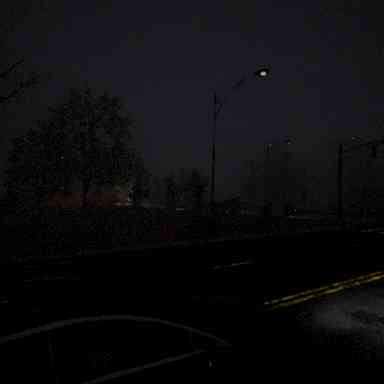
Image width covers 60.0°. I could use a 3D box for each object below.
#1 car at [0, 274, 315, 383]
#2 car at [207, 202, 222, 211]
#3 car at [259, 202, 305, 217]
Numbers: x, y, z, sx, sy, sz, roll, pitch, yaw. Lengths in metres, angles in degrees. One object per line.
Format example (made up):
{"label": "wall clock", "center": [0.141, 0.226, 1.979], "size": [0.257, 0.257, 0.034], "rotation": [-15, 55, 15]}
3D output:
{"label": "car", "center": [-0.978, 1.495, 2.741], "size": [4.902, 1.511, 2.128], "rotation": [1, 0, -36]}
{"label": "car", "center": [3.489, 1.913, 42.550], "size": [1.994, 1.385, 4.181], "rotation": [3, -2, -37]}
{"label": "car", "center": [9.288, 1.770, 34.596], "size": [1.882, 1.535, 5.008], "rotation": [3, -2, -36]}
